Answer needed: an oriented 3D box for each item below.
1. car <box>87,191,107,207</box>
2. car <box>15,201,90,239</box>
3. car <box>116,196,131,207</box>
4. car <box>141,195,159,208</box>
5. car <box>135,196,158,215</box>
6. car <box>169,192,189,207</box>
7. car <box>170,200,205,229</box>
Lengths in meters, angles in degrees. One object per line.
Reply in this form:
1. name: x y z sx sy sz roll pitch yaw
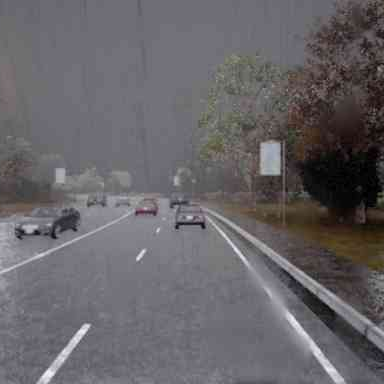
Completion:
1. car: -12.753 0.951 45.000 2.150 2.045 5.566 0 0 -8
2. car: -7.128 1.437 16.941 2.128 1.511 4.902 0 0 -1
3. car: -9.224 1.269 44.957 1.812 1.442 4.674 0 0 -8
4. car: -5.556 1.247 43.898 2.128 1.511 4.902 0 1 -8
5. car: -4.224 1.413 31.423 1.994 1.385 4.181 0 0 -4
6. car: -1.655 1.000 41.362 2.150 2.045 5.566 0 1 -7
7. car: -0.160 1.470 21.143 2.033 1.411 5.357 0 0 -2
